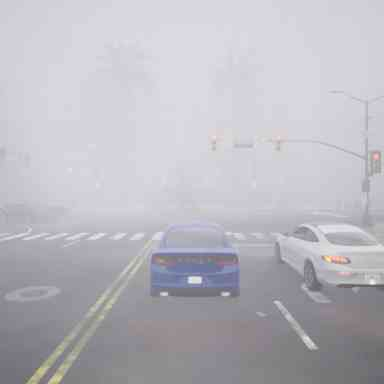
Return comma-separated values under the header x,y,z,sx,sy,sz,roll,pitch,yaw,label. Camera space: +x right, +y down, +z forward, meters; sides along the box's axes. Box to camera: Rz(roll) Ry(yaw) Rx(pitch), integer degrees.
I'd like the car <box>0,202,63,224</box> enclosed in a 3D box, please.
x,y,z,sx,sy,sz,roll,pitch,yaw,label
-12.350,1.505,24.929,4.892,1.490,1.837,0,-2,27,car

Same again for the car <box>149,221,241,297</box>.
x,y,z,sx,sy,sz,roll,pitch,yaw,label
0.065,1.478,8.628,1.882,1.535,5.008,0,0,0,car

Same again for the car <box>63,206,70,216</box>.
x,y,z,sx,sy,sz,roll,pitch,yaw,label
-13.705,1.601,30.408,4.718,1.301,1.895,0,0,0,car

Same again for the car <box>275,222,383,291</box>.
x,y,z,sx,sy,sz,roll,pitch,yaw,label
3.566,1.526,8.878,1.812,1.442,4.674,0,0,0,car
